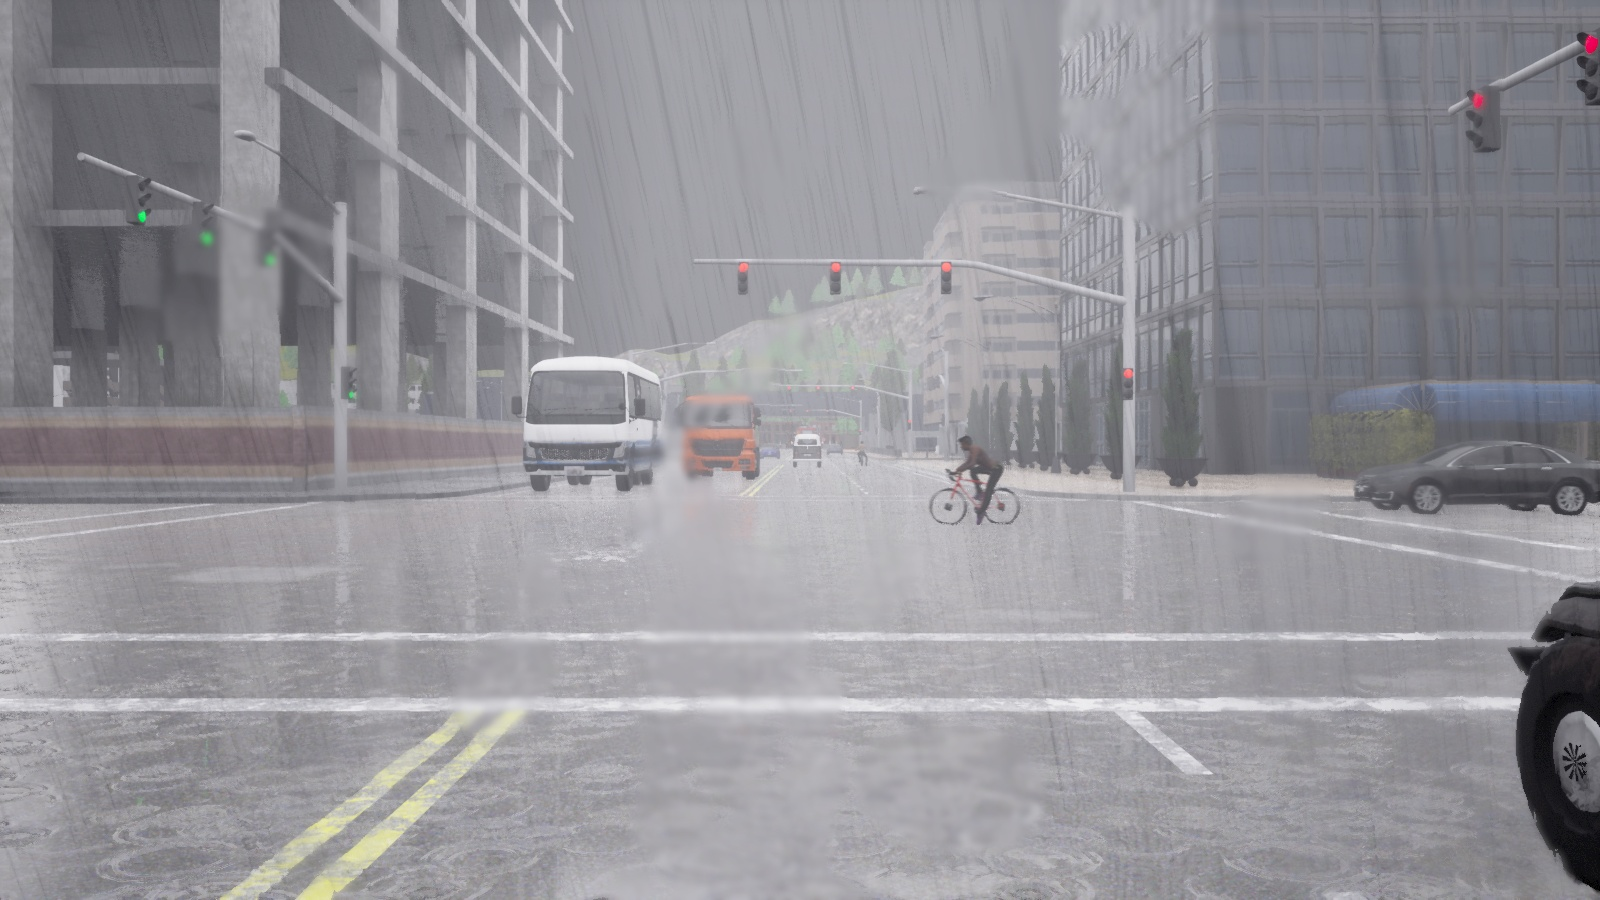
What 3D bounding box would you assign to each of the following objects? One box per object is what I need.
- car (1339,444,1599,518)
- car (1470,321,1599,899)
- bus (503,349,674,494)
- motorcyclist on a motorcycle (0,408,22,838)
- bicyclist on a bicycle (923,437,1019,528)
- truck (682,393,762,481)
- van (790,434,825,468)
[{"bbox_3d":[14.132,0.614,26.314,4.892,1.490,1.837,0,0,0],"label":"car"},{"bbox_3d":[3.532,0.529,2.910,1.905,1.878,3.866,0,0,0],"label":"car"},{"bbox_3d":[-6.747,-0.873,42.103,3.944,4.253,10.273,0,0,0],"label":"bus"},{"bbox_3d":[-3.467,0.673,3.772,0.766,1.649,2.350,0,1,1],"label":"motorcyclist on a motorcycle"},{"bbox_3d":[3.085,0.574,22.725,1.656,1.620,0.582,0,0,-1],"label":"bicyclist on a bicycle"},{"bbox_3d":[-3.185,-0.539,53.286,2.891,3.462,7.936,0,0,0],"label":"truck"},{"bbox_3d":[0.452,0.032,77.677,2.069,2.038,4.480,0,0,0],"label":"van"}]
